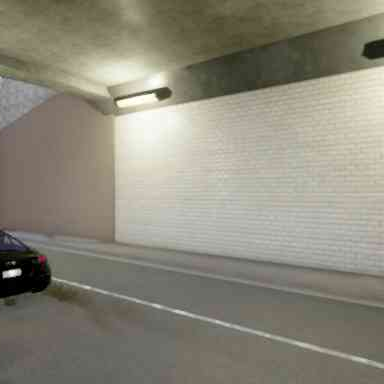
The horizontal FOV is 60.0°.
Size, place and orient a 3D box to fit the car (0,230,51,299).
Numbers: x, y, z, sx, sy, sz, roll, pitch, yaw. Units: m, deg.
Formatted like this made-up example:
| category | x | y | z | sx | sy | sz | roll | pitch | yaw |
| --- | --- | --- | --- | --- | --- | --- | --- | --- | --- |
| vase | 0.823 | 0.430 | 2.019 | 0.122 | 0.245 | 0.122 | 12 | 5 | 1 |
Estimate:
| category | x | y | z | sx | sy | sz | roll | pitch | yaw |
| --- | --- | --- | --- | --- | --- | --- | --- | --- | --- |
| car | -5.130 | 1.555 | 7.656 | 4.181 | 1.385 | 1.994 | 0 | 0 | 36 |
